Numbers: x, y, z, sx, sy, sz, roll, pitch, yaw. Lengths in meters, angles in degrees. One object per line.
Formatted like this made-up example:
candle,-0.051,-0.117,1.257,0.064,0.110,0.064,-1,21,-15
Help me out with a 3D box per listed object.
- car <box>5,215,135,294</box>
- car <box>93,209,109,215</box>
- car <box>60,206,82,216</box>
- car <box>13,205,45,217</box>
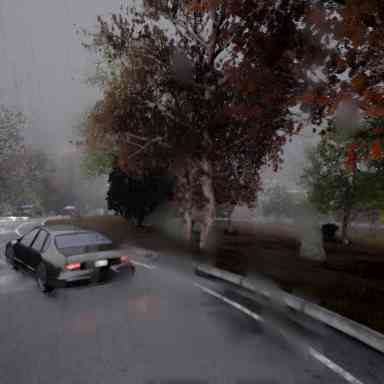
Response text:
car,-3.588,1.601,9.113,2.033,1.411,5.357,0,0,-40
car,-18.039,4.048,65.863,2.097,1.767,4.553,0,-5,1
car,-18.428,2.857,50.655,1.882,1.535,5.008,0,-5,1
car,-18.709,2.145,38.389,1.994,1.385,4.181,0,-3,2
